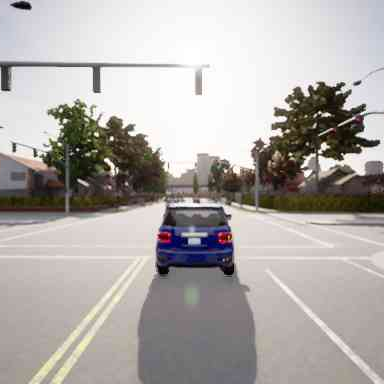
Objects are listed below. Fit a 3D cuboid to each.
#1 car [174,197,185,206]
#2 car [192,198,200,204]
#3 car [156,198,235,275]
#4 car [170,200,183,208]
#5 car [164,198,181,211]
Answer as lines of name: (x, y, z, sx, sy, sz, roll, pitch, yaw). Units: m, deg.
car: (-2.569, 1.986, 68.595, 2.097, 1.767, 4.553, 0, -1, 0)
car: (1.067, 2.267, 85.598, 1.882, 1.535, 5.008, 0, 0, 0)
car: (0.174, 1.325, 10.933, 2.150, 2.045, 5.566, 0, 0, 2)
car: (-2.720, 2.104, 58.516, 1.994, 1.385, 4.181, 0, -1, 1)
car: (-2.823, 1.800, 48.547, 2.097, 1.767, 4.553, 0, -1, 0)
